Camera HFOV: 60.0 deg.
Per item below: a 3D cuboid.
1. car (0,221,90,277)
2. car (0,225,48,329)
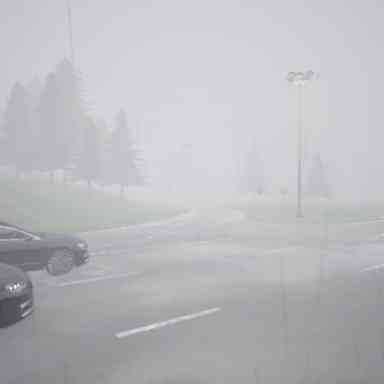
[{"bbox_3d":[-5.194,1.489,8.640,4.902,1.511,2.128,0,0,-36],"label":"car"},{"bbox_3d":[-4.876,1.490,4.567,4.902,1.511,2.128,0,0,-36],"label":"car"}]
